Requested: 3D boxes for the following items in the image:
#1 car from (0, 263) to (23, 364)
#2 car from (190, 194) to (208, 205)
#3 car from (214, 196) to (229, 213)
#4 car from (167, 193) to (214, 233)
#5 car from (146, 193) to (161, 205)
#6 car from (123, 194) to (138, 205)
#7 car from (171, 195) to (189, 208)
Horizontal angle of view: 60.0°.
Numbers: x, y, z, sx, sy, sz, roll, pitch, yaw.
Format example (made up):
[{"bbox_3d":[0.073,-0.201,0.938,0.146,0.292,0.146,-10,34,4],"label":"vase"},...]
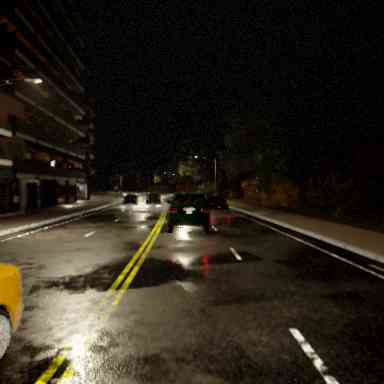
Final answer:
[{"bbox_3d":[-3.372,1.463,2.761,1.882,1.535,5.008,0,0,0],"label":"car"},{"bbox_3d":[0.993,1.090,47.931,2.033,1.411,5.357,0,1,-5],"label":"car"},{"bbox_3d":[2.304,1.169,32.187,1.882,1.535,5.008,0,1,-4],"label":"car"},{"bbox_3d":[-0.236,1.049,18.759,2.150,2.045,5.566,0,0,-2],"label":"car"},{"bbox_3d":[-5.627,0.925,48.703,2.097,1.767,4.553,0,1,-6],"label":"car"},{"bbox_3d":[-8.853,1.066,48.299,1.882,1.535,5.008,0,0,-6],"label":"car"},{"bbox_3d":[-1.568,1.166,41.216,2.033,1.411,5.357,0,1,-5],"label":"car"}]
